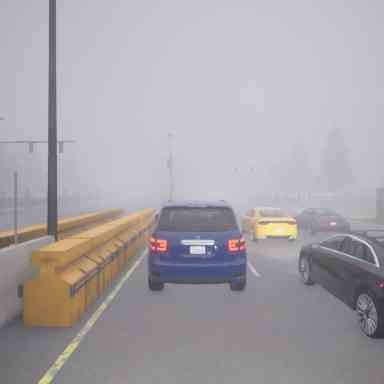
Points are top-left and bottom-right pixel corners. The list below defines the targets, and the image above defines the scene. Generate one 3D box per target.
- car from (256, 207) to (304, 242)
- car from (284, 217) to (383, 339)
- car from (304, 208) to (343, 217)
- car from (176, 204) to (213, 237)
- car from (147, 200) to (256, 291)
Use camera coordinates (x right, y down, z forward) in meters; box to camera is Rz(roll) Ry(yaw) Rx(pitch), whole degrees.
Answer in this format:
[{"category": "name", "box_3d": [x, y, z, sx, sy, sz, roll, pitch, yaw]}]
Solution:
[{"category": "car", "box_3d": [3.627, 1.478, 16.391, 1.882, 1.535, 5.008, 0, 0, 0]}, {"category": "car", "box_3d": [3.608, 1.492, 6.549, 2.128, 1.511, 4.902, 0, 0, 0]}, {"category": "car", "box_3d": [7.131, 1.564, 18.785, 1.994, 1.385, 4.181, 0, 0, 0]}, {"category": "car", "box_3d": [0.131, 1.505, 19.002, 1.837, 1.490, 4.892, 0, 0, 0]}, {"category": "car", "box_3d": [0.116, 1.222, 9.153, 2.150, 2.045, 5.566, 0, 0, 0]}]
